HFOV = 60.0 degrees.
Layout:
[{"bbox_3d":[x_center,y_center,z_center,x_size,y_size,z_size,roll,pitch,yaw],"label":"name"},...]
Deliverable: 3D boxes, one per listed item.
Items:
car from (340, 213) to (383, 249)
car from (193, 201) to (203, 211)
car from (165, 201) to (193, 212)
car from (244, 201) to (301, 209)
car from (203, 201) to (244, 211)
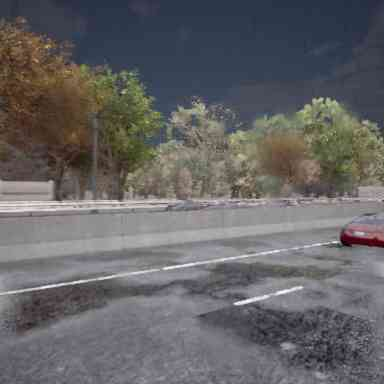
[{"bbox_3d":[8.063,1.564,13.926,4.181,1.385,1.994,0,0,-36],"label":"car"},{"bbox_3d":[2.603,1.565,31.630,4.181,1.385,1.994,0,0,-35],"label":"car"},{"bbox_3d":[-0.611,1.566,33.631,4.181,1.385,1.994,0,0,-35],"label":"car"},{"bbox_3d":[6.626,1.506,25.905,4.892,1.490,1.837,0,0,-35],"label":"car"},{"bbox_3d":[3.612,1.602,28.059,4.718,1.301,1.895,0,0,-35],"label":"car"}]
